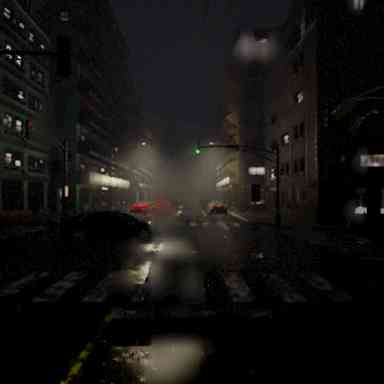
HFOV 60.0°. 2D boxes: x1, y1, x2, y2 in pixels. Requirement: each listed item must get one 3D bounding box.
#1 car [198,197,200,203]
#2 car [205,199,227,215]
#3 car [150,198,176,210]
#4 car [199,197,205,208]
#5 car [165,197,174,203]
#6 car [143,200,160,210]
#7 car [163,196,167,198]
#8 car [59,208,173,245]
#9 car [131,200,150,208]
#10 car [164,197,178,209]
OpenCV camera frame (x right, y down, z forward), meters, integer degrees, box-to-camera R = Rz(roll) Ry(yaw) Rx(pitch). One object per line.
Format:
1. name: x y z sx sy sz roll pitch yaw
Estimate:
1. car: 2.574 1.970 64.880 1.887 1.381 4.507 0 0 0
2. car: 2.741 1.672 36.563 1.967 1.590 4.097 0 0 0
3. car: -3.158 1.712 36.949 1.882 1.535 5.008 0 -1 0
4. car: 2.596 1.913 53.552 1.947 1.339 4.313 0 0 0
5. car: -5.849 2.138 87.521 2.008 1.369 4.403 0 0 0
6. car: -5.774 1.859 47.870 2.008 1.369 4.403 0 0 0
7. car: -5.795 1.952 59.200 1.947 1.339 4.313 0 0 0
8. car: -3.515 1.634 15.321 4.892 1.490 1.837 1 -1 -1
9. car: -5.845 1.785 37.767 1.887 1.381 4.507 0 0 0
10. car: -3.164 1.894 53.480 2.033 1.411 5.357 0 0 0
